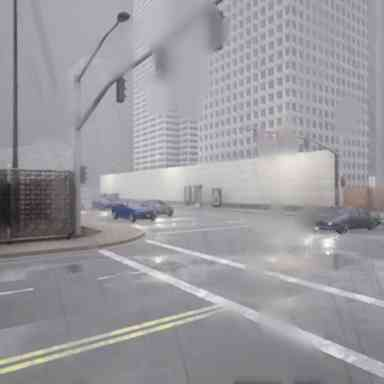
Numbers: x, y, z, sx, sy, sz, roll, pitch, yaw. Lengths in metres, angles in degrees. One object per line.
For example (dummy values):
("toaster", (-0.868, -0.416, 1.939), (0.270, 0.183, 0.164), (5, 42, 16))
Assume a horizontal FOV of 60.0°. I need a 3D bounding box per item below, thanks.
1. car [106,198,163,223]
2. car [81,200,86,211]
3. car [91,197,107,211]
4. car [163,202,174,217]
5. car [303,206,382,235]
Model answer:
("car", (-4.519, 1.403, 25.484), (1.882, 1.535, 5.008), (0, 0, -35))
("car", (-14.087, 1.278, 38.978), (2.097, 1.767, 4.553), (0, 0, -35))
("car", (-10.518, 1.397, 39.994), (1.882, 1.535, 5.008), (0, 0, -35))
("car", (-3.453, 1.425, 30.032), (1.837, 1.490, 4.892), (0, 0, -35))
("car", (8.590, 1.487, 18.702), (5.357, 1.411, 2.033), (0, 0, -35))
